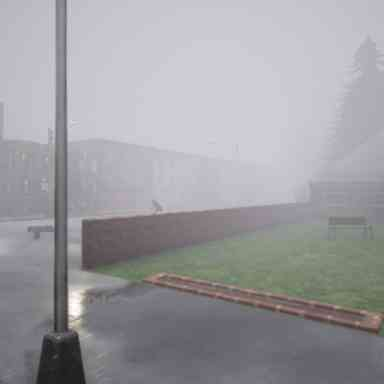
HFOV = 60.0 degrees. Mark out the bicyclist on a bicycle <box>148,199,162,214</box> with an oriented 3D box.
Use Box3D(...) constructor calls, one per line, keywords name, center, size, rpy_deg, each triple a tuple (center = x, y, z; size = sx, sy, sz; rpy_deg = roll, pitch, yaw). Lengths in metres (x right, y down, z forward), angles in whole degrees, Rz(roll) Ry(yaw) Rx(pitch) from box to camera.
Box3D(name="bicyclist on a bicycle", center=(-2.496, 1.304, 22.624), size=(1.656, 1.620, 0.582), rpy_deg=(0, 0, 35))
